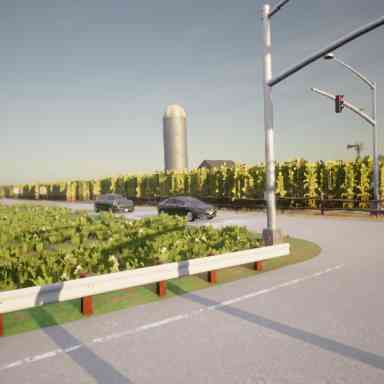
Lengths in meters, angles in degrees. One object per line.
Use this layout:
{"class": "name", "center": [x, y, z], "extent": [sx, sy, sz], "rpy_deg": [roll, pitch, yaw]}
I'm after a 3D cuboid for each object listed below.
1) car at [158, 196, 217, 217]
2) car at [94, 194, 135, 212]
{"class": "car", "center": [-0.429, 1.080, 22.233], "extent": [1.837, 1.490, 4.892], "rpy_deg": [-3, 2, -40]}
{"class": "car", "center": [-7.069, 0.967, 30.048], "extent": [2.097, 1.767, 4.553], "rpy_deg": [-3, 2, -40]}
